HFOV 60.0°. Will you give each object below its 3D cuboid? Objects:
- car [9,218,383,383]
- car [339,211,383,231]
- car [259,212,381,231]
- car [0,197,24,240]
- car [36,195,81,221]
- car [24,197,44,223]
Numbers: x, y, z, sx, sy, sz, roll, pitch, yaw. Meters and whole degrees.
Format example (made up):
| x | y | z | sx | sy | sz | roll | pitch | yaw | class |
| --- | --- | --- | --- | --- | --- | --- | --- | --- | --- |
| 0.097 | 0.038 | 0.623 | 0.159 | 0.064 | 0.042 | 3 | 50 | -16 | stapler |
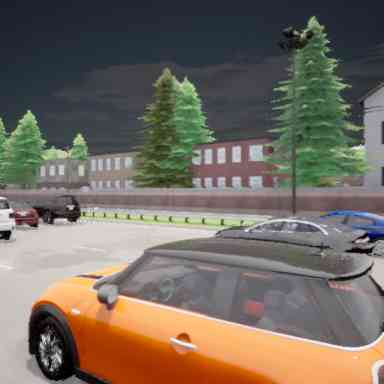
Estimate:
| x | y | z | sx | sy | sz | roll | pitch | yaw | class |
| --- | --- | --- | --- | --- | --- | --- | --- | --- | --- |
| 0.061 | 1.352 | 3.948 | 4.553 | 1.767 | 2.097 | 0 | 0 | 35 | car |
| 5.764 | 1.478 | 12.776 | 5.008 | 1.535 | 1.882 | 0 | 0 | 35 | car |
| 2.942 | 1.493 | 10.490 | 4.902 | 1.511 | 2.128 | 0 | 0 | 35 | car |
| -10.651 | 1.226 | 15.881 | 5.566 | 2.045 | 2.150 | 0 | 0 | 35 | car |
| -10.467 | 1.228 | 24.346 | 5.566 | 2.045 | 2.150 | 0 | 0 | 35 | car |
| -11.706 | 1.358 | 20.931 | 4.553 | 1.767 | 2.097 | 0 | 0 | 35 | car |
